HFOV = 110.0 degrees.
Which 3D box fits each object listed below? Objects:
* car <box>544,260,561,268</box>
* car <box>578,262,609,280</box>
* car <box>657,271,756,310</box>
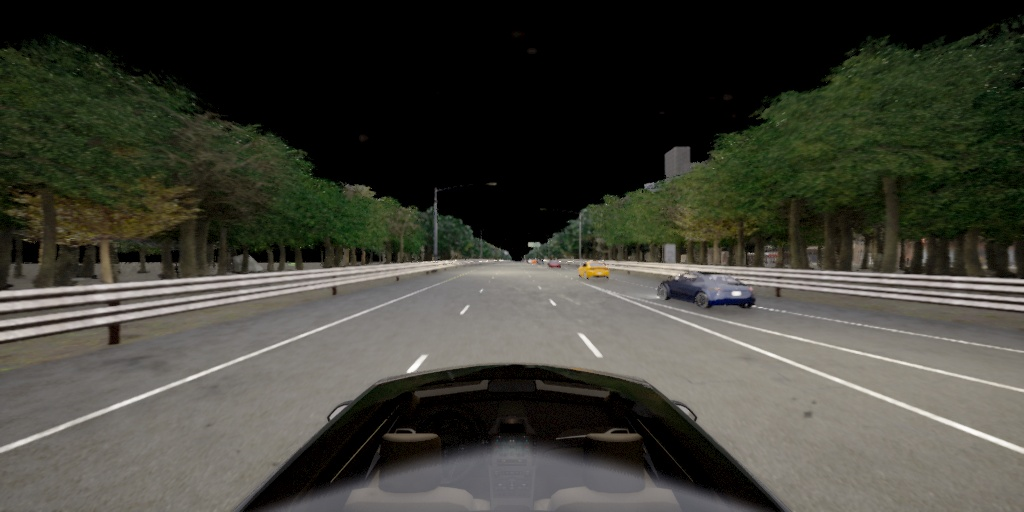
[{"bbox_3d":[7.055,1.350,60.871,1.994,1.385,4.181,0,0,0],"label":"car"},{"bbox_3d":[7.025,1.226,31.251,1.882,1.535,5.008,0,0,0],"label":"car"},{"bbox_3d":[7.879,1.322,14.938,1.994,1.385,4.181,0,0,-7],"label":"car"}]
